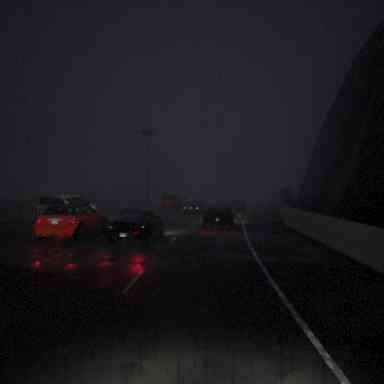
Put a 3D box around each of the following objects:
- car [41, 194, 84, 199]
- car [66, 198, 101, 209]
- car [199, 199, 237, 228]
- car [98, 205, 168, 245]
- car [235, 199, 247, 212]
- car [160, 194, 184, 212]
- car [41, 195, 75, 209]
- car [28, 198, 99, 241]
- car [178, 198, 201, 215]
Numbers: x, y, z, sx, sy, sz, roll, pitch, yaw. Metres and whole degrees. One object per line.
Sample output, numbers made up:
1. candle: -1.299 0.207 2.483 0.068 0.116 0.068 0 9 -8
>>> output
1. car: -8.615 1.229 23.349 2.150 2.045 5.566 0 0 8
2. car: -14.899 1.567 45.993 2.033 1.411 5.357 0 0 15
3. car: 1.879 1.503 22.421 1.882 1.535 5.008 0 0 8
4. car: -2.510 1.537 15.469 1.812 1.442 4.674 0 0 5
5. car: 5.566 1.541 40.481 2.128 1.511 4.902 0 0 15
6. car: -2.017 1.257 39.111 2.150 2.045 5.566 0 0 14
7. car: -18.459 1.364 46.058 2.097 1.767 4.553 0 0 15
8. car: -5.866 1.358 16.808 2.097 1.767 4.553 0 0 6
9. car: 0.427 1.582 34.216 2.033 1.411 5.357 0 0 12
